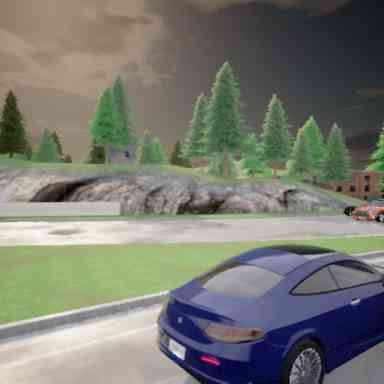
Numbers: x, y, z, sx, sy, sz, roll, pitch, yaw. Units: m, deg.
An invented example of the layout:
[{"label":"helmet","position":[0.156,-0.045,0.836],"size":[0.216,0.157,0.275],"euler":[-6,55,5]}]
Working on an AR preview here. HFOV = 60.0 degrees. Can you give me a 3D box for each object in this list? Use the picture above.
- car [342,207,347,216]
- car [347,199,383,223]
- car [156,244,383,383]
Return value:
[{"label":"car","position":[15.589,1.555,29.233],"size":[4.718,1.301,1.895],"euler":[0,0,-23]},{"label":"car","position":[14.332,1.311,24.940],"size":[4.553,1.767,2.097],"euler":[0,0,-22]},{"label":"car","position":[1.713,1.520,4.928],"size":[4.674,1.442,1.812],"euler":[0,0,-35]}]
